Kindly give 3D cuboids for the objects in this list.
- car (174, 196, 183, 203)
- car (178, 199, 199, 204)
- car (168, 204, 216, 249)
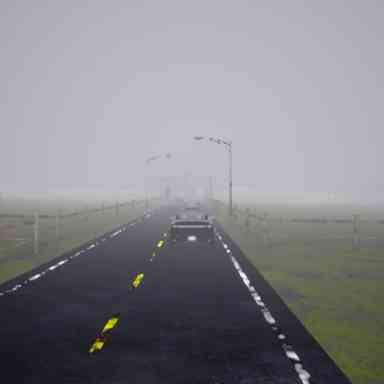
[{"bbox_3d":[-2.750,1.540,68.884,1.895,1.301,4.718,0,0,0],"label":"car"},{"bbox_3d":[0.000,1.580,29.650,1.994,1.385,4.181,0,0,0],"label":"car"},{"bbox_3d":[0.000,1.497,14.650,2.128,1.511,4.902,0,0,0],"label":"car"}]
